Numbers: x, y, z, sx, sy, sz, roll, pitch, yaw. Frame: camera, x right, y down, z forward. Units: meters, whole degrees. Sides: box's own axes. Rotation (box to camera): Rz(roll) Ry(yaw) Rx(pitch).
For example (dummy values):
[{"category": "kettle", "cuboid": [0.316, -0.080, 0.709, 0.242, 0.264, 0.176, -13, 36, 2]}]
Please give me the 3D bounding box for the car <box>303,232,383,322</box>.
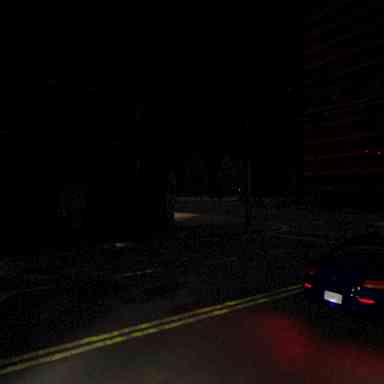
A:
[{"category": "car", "cuboid": [4.171, 1.545, 6.744, 4.674, 1.442, 1.812, 0, 0, -35]}]
